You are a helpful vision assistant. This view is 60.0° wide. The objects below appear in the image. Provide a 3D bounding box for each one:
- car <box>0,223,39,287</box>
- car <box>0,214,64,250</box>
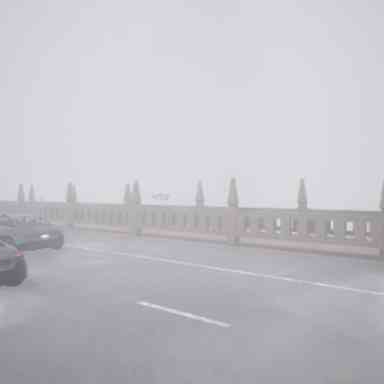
[{"bbox_3d":[-5.921,1.564,8.141,4.181,1.385,1.994,0,0,35],"label":"car"},{"bbox_3d":[-6.944,1.564,13.101,4.181,1.385,1.994,0,0,34],"label":"car"}]
